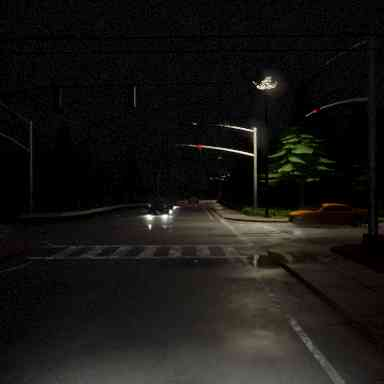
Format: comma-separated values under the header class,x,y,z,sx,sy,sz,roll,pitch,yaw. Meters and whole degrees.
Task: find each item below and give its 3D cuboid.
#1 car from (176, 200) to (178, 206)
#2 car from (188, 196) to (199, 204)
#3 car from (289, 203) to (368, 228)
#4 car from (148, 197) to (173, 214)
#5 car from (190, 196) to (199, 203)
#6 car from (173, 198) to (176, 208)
class,x,y,z,sx,sy,sz,roll,pitch,yaw
car,-3.512,1.726,56.685,1.994,1.385,4.181,0,0,1
car,0.312,1.689,65.344,1.812,1.442,4.674,0,0,2
car,9.023,1.516,22.127,5.008,1.535,1.882,0,0,1
car,-3.615,1.465,36.735,2.097,1.767,4.553,0,0,0
car,0.631,1.629,75.652,1.837,1.490,4.892,0,0,2
car,-3.602,1.642,46.605,1.837,1.490,4.892,0,0,0
